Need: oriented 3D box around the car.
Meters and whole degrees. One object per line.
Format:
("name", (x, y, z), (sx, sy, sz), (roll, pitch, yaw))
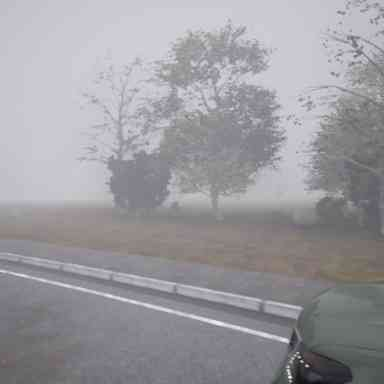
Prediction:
("car", (3.224, 1.211, 1.626), (5.566, 2.045, 2.150), (0, 0, 35))
